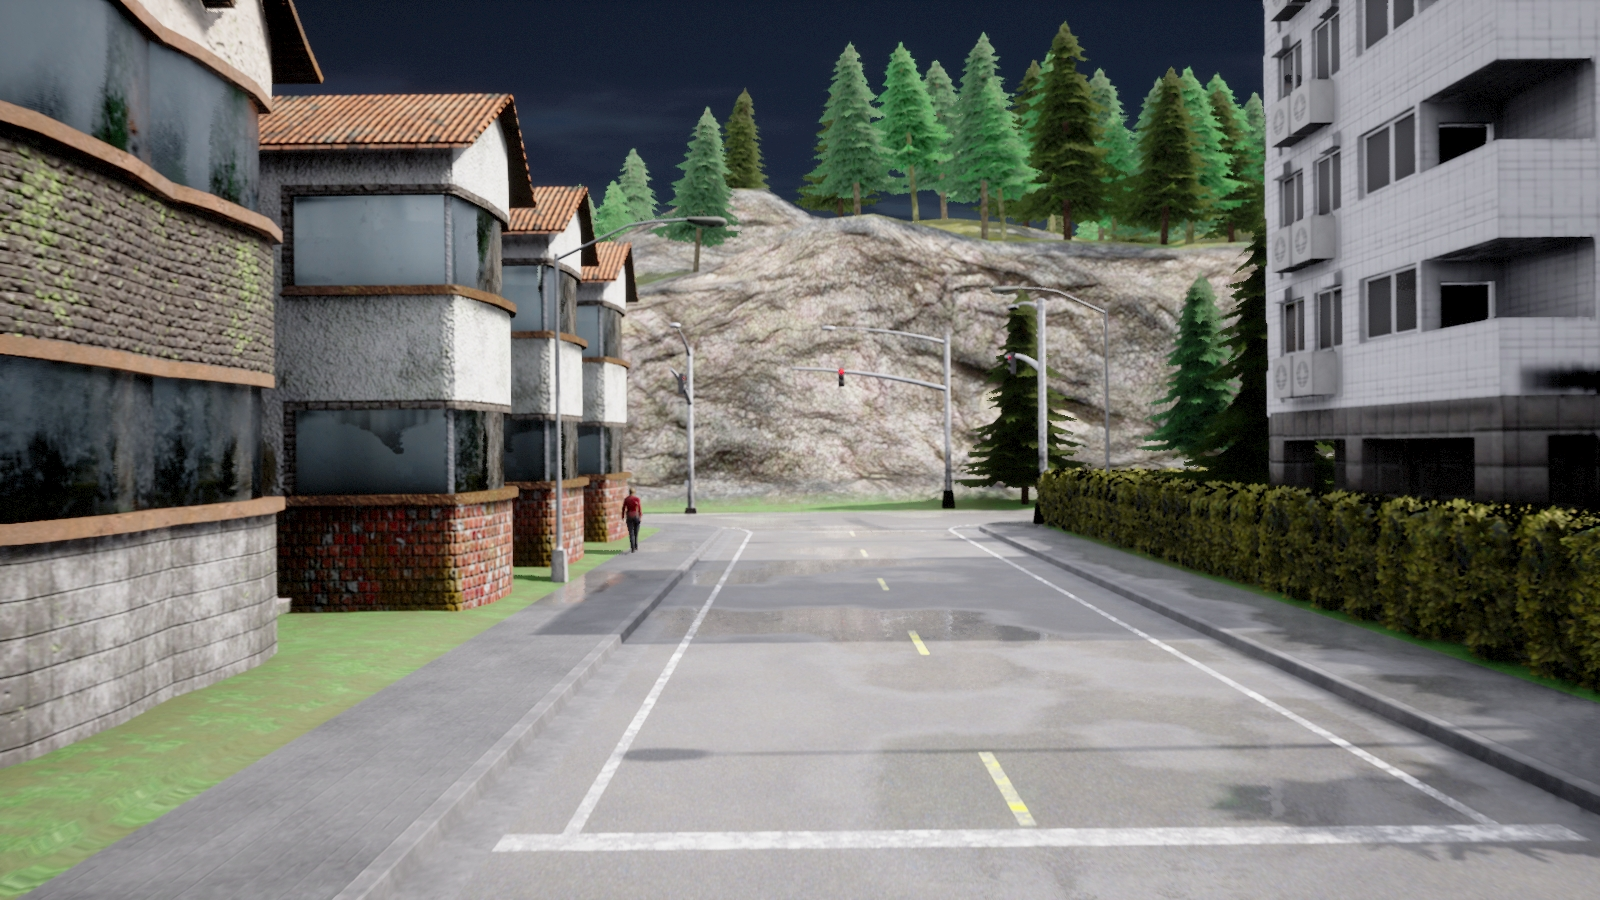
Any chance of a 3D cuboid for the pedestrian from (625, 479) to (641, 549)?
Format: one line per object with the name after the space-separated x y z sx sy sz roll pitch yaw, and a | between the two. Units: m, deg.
-4.490 1.703 30.681 0.375 1.860 0.375 -1 0 -2 | pedestrian
